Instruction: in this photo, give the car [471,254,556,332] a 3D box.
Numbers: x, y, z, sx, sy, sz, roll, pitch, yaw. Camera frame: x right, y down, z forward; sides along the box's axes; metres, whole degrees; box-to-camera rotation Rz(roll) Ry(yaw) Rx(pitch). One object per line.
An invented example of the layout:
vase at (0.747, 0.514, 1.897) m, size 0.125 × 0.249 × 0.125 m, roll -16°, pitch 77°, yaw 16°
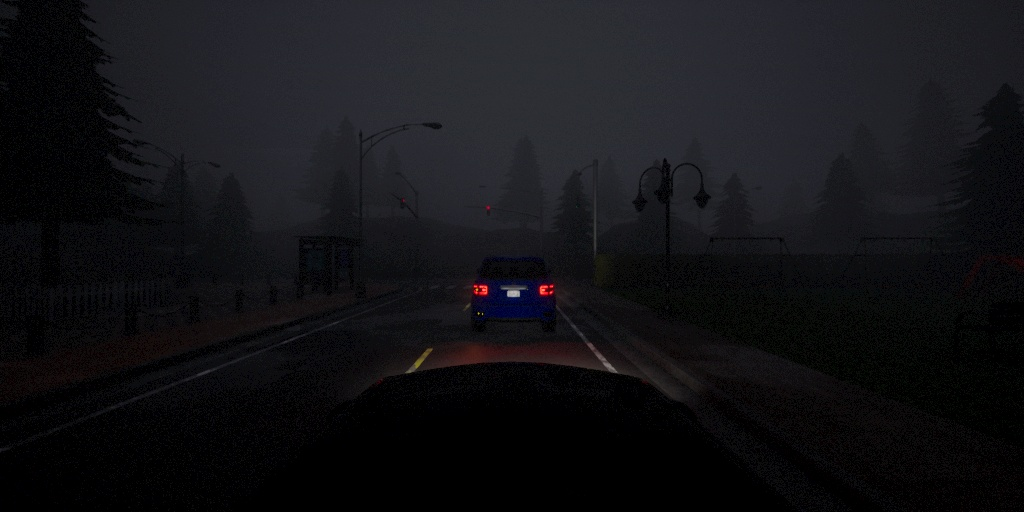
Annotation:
car at (0.057, 0.970, 10.993) m, size 2.150 × 2.045 × 5.566 m, roll 0°, pitch 0°, yaw 0°
